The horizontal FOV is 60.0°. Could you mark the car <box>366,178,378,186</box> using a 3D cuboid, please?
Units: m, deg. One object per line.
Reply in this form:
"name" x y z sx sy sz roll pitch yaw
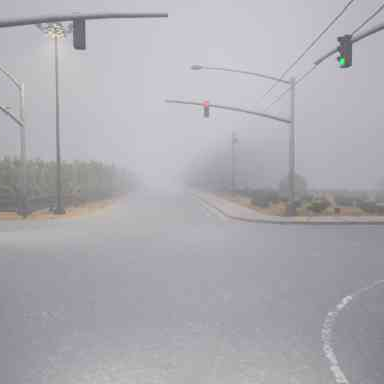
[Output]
"car" 42.117 -2.289 77.598 1.905 1.878 3.866 10 10 41
